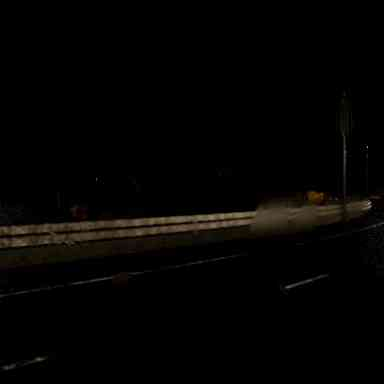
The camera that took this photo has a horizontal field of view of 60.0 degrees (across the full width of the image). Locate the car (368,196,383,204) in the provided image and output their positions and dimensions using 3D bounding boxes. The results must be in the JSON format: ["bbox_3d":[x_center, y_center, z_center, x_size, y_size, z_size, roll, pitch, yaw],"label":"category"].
[{"bbox_3d":[37.837,1.630,68.952,2.128,1.511,4.902,0,0,11],"label":"car"}]
